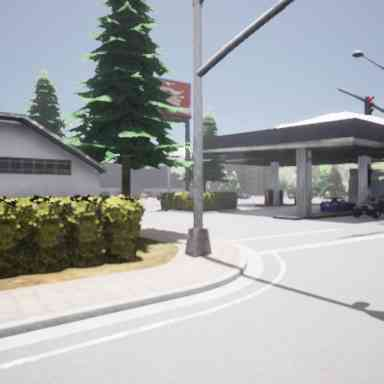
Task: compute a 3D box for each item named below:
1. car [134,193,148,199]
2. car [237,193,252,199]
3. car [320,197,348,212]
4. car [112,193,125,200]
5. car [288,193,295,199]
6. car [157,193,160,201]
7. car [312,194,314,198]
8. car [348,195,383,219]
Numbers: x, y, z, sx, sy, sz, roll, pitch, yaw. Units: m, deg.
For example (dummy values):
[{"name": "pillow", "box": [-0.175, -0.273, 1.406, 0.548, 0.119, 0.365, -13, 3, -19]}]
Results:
[{"name": "car", "box": [-13.436, 1.019, 87.587, 2.152, 1.636, 5.027, 0, 0, -36]}, {"name": "car", "box": [12.845, 1.113, 84.244, 1.845, 1.501, 3.633, 0, 0, -36]}, {"name": "car", "box": [15.712, 1.363, 35.531, 4.611, 1.667, 2.242, 0, 0, -36]}, {"name": "car", "box": [-18.441, 1.121, 83.557, 1.970, 1.475, 3.806, 0, 0, -36]}, {"name": "car", "box": [26.940, 1.080, 84.988, 2.152, 1.636, 5.027, 0, 0, -36]}, {"name": "car", "box": [-5.770, 0.972, 71.673, 1.932, 1.855, 4.605, 0, 0, -36]}, {"name": "car", "box": [29.448, 1.078, 86.872, 2.007, 1.523, 4.514, 0, 0, -36]}, {"name": "car", "box": [15.525, 1.210, 28.401, 3.866, 1.878, 1.905, 0, 0, -36]}]
